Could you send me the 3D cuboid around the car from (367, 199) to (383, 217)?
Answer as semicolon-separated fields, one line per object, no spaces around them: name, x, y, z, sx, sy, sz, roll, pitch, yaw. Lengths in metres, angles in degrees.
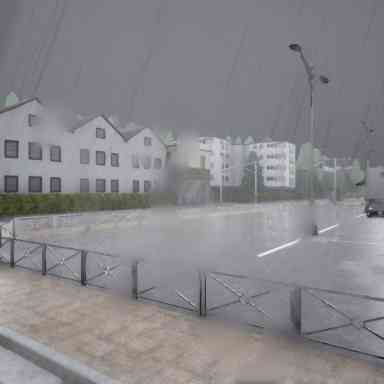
car;15.412;1.298;26.820;2.007;1.523;4.514;0;0;35
